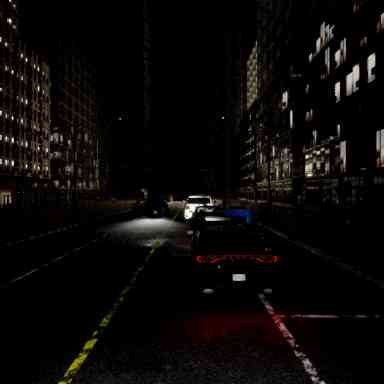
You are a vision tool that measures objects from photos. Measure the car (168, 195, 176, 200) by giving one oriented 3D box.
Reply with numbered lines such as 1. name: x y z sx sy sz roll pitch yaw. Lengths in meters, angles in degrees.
1. car: -5.738 1.579 94.769 1.947 1.339 4.313 0 0 0

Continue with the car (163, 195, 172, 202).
1. car: -5.730 1.535 77.595 1.752 1.417 4.829 0 0 0

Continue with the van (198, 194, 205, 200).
1. van: 2.643 1.354 94.771 1.690 1.788 3.998 0 0 0

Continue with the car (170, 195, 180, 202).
1. car: -3.035 1.486 72.016 1.882 1.535 5.008 0 0 0

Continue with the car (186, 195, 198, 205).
1. car: -0.029 1.358 60.147 2.097 1.767 4.553 0 0 0

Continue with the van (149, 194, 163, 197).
1. van: -5.716 1.346 49.425 1.690 1.788 3.998 0 0 0

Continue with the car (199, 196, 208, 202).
1. car: 2.651 1.555 77.768 1.887 1.381 4.507 0 0 0

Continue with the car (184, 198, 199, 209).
1. car: -0.004 1.568 46.216 1.994 1.385 4.181 0 0 0

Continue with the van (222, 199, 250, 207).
1. van: 2.678 1.342 21.088 1.690 1.788 3.998 0 0 0

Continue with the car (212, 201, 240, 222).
1. car: 2.676 1.527 26.926 1.752 1.417 4.829 0 0 0

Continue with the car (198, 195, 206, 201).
1. car: 2.645 1.557 89.104 1.887 1.381 4.507 0 0 0

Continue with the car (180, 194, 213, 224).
1. car: 0.648 1.224 24.929 2.150 2.045 5.566 0 0 4

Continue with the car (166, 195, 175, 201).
1. car: -5.735 1.557 89.101 1.887 1.381 4.507 0 0 0

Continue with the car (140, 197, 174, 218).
1. car: -3.115 1.493 30.797 2.128 1.511 4.902 0 0 0

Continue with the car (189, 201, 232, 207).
1. car: 0.891 1.479 18.821 1.882 1.535 5.008 0 0 0

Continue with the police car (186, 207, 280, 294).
1. police car: 0.896 1.425 8.930 1.930 1.638 5.238 0 0 0

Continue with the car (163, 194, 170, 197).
1. car: -5.721 1.557 60.761 2.008 1.369 4.403 0 0 0

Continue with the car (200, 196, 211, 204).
1. car: 2.657 1.558 66.432 2.008 1.369 4.403 0 0 0

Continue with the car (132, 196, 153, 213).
1. car: -5.710 1.528 37.919 1.752 1.417 4.829 0 0 0
